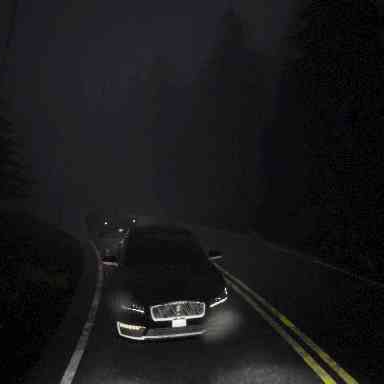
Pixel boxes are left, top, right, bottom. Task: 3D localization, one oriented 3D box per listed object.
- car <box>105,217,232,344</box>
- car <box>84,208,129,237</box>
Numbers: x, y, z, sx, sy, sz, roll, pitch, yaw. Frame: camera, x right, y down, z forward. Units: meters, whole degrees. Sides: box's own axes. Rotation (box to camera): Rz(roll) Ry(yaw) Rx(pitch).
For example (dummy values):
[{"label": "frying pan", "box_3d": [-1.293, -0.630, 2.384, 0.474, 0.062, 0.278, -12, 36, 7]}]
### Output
[{"label": "car", "box_3d": [-0.646, 1.495, 6.811, 1.837, 1.490, 4.892, -1, 0, -11]}, {"label": "car", "box_3d": [-4.633, 1.612, 18.545, 1.895, 1.301, 4.718, -3, 1, -29]}]
